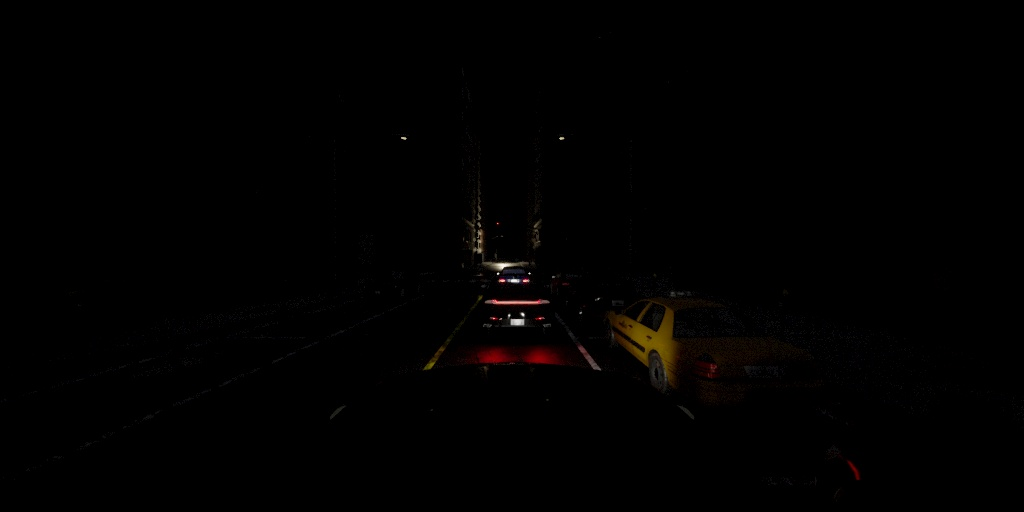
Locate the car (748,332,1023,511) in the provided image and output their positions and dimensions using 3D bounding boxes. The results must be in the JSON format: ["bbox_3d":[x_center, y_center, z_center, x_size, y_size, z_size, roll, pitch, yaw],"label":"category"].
[{"bbox_3d":[2.873,1.301,0.604,2.007,1.370,4.403,0,0,0],"label":"car"}]

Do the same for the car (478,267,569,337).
[{"bbox_3d":[0.104,1.239,10.301,2.128,1.511,4.902,0,0,0],"label":"car"}]

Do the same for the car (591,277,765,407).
[{"bbox_3d":[2.874,1.274,6.360,1.751,1.417,4.829,0,0,0],"label":"car"}]

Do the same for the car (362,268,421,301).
[{"bbox_3d":[-5.668,1.290,17.361,1.888,1.381,4.507,0,0,0],"label":"car"}]

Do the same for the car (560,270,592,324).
[{"bbox_3d":[2.876,1.313,11.776,1.948,1.339,4.313,0,0,0],"label":"car"}]
